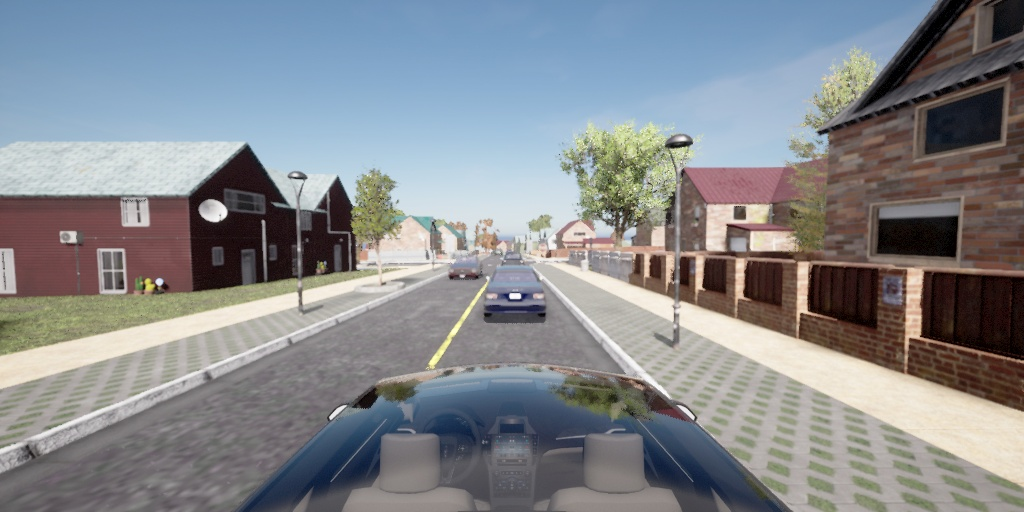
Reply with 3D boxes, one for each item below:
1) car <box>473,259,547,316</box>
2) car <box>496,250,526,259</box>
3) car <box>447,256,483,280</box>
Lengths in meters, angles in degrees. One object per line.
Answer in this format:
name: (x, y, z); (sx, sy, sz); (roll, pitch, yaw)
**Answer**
car: (0.086, 1.013, 11.773); (2.033, 1.411, 5.357); (0, 2, 0)
car: (0.078, 0.525, 28.007); (2.128, 1.511, 4.902); (0, 1, 0)
car: (-2.851, 0.702, 23.281); (2.033, 1.411, 5.357); (0, 2, 0)
